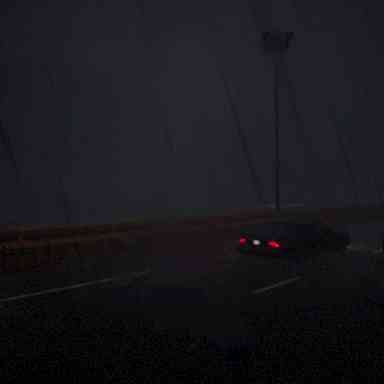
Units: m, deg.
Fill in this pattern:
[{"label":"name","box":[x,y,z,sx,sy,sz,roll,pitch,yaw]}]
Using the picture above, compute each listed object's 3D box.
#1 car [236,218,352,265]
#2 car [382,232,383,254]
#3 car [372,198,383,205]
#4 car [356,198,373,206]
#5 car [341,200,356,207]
[{"label":"car","box":[3.934,1.659,12.298,5.357,1.411,2.033,0,-1,-42]},{"label":"car","box":[8.335,1.531,11.545,5.008,1.535,1.882,1,-1,-42]},{"label":"car","box":[30.598,1.766,51.352,5.008,1.535,1.882,0,-1,-31]},{"label":"car","box":[29.818,1.844,54.957,4.892,1.490,1.837,0,-1,-31]},{"label":"car","box":[28.176,1.997,58.078,4.718,1.301,1.895,0,-1,-30]}]
